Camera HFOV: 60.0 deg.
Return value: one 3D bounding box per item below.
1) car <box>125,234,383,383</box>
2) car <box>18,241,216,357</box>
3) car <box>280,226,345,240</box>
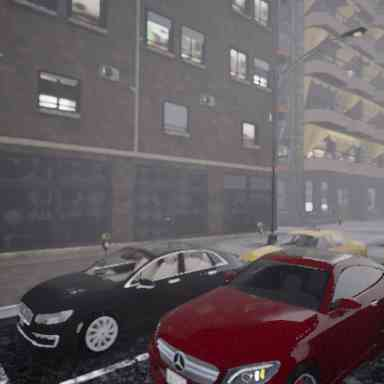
[{"bbox_3d":[1.594,1.614,4.785,4.674,1.442,1.812,1,-1,-41],"label":"car"},{"bbox_3d":[-0.759,1.659,6.176,4.403,1.369,2.008,1,0,-40],"label":"car"},{"bbox_3d":[3.386,1.702,9.634,4.829,1.417,1.752,1,0,-40],"label":"car"}]
